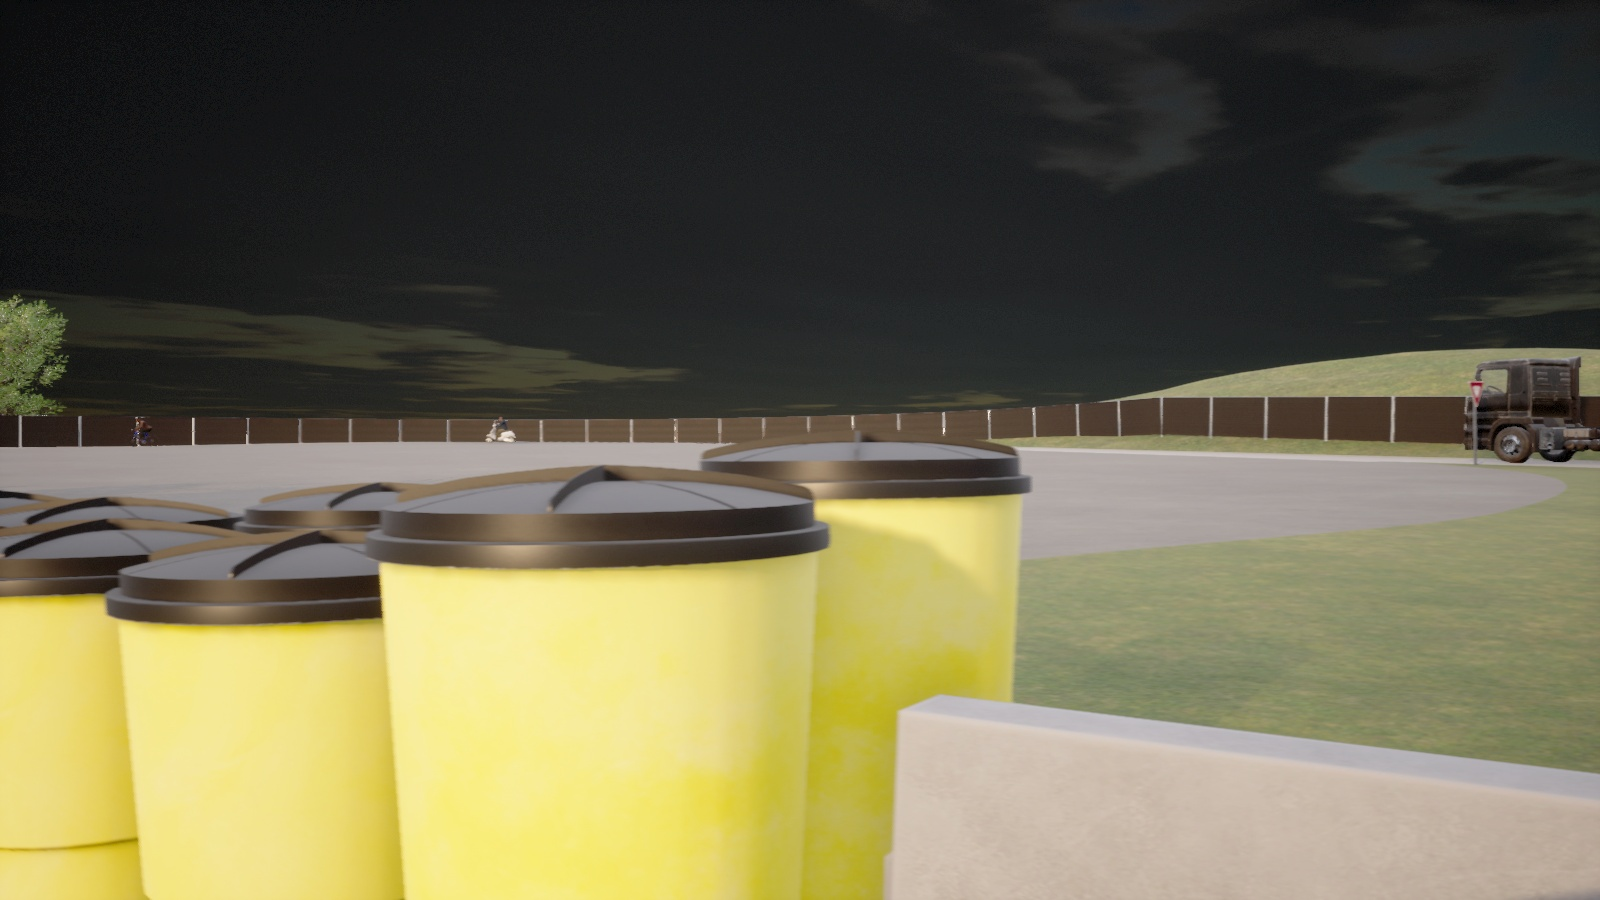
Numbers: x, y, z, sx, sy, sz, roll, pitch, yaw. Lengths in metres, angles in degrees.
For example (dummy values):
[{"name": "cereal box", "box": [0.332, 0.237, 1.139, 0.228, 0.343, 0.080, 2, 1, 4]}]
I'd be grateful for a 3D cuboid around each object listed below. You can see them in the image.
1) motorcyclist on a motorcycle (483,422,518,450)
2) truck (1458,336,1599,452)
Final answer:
[{"name": "motorcyclist on a motorcycle", "box": [-17.678, -0.835, 74.089, 1.817, 1.590, 0.866, -1, 3, 3]}, {"name": "truck", "box": [24.906, -1.710, 38.625, 2.891, 3.462, 7.936, -2, 1, -29]}]
